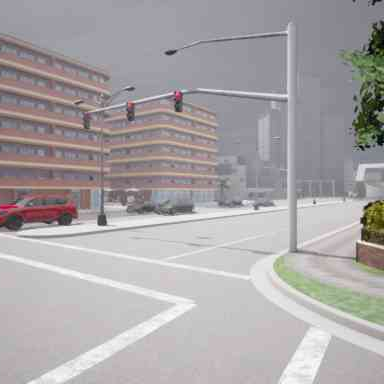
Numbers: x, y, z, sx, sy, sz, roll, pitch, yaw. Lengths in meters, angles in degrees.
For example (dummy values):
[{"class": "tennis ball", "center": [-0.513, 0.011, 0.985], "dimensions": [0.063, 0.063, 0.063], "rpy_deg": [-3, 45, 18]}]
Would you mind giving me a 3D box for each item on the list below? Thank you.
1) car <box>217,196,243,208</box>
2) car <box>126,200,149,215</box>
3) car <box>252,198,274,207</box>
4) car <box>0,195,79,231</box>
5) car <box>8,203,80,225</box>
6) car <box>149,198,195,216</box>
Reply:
[{"class": "car", "center": [5.585, 1.352, 48.473], "dimensions": [2.097, 1.767, 4.553], "rpy_deg": [0, 0, 36]}, {"class": "car", "center": [-4.721, 1.524, 34.374], "dimensions": [1.812, 1.442, 4.674], "rpy_deg": [0, 0, 36]}, {"class": "car", "center": [10.585, 1.564, 49.362], "dimensions": [1.994, 1.385, 4.181], "rpy_deg": [0, 0, 37]}, {"class": "car", "center": [-10.007, 1.223, 21.166], "dimensions": [2.150, 2.045, 5.566], "rpy_deg": [0, 0, 36]}, {"class": "car", "center": [-11.214, 1.601, 25.451], "dimensions": [1.895, 1.301, 4.718], "rpy_deg": [0, 0, 36]}, {"class": "car", "center": [-1.633, 1.352, 32.659], "dimensions": [2.097, 1.767, 4.553], "rpy_deg": [0, 0, 36]}]
